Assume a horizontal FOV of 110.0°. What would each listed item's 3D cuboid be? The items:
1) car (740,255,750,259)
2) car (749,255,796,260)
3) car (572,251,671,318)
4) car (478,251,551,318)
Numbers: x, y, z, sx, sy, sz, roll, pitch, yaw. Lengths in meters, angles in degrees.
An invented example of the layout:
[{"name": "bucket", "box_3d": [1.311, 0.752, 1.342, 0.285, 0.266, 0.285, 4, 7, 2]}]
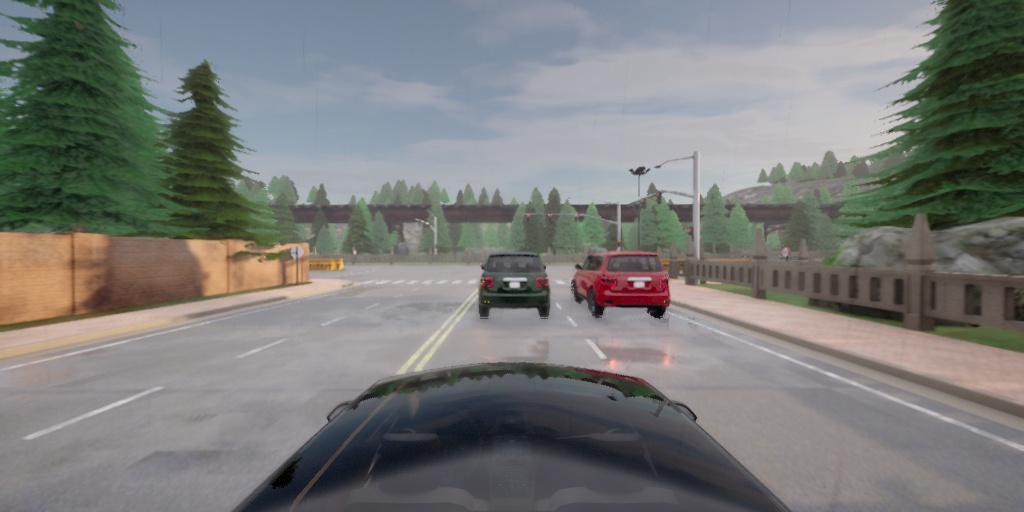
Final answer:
[{"name": "car", "box_3d": [34.768, 0.819, 48.780, 5.357, 1.411, 2.033, 0, 1, 1]}, {"name": "car", "box_3d": [33.377, 0.821, 45.305, 4.892, 1.490, 1.837, 0, 1, 0]}, {"name": "car", "box_3d": [3.558, 0.862, 12.635, 2.150, 2.045, 5.566, 0, 0, 0]}, {"name": "car", "box_3d": [0.061, 0.864, 12.551, 2.150, 2.045, 5.566, 0, 1, 0]}]
